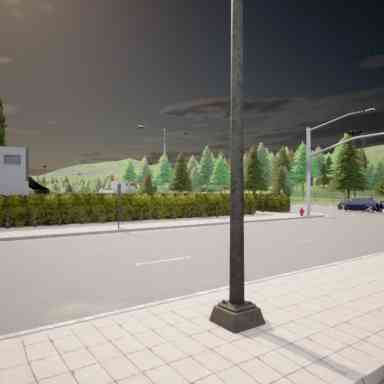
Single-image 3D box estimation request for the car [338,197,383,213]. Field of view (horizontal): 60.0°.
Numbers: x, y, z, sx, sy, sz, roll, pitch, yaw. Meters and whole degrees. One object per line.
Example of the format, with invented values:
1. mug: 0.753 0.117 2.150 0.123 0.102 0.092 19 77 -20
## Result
1. car: 18.716 1.356 37.144 2.097 1.767 4.553 0 0 -36
